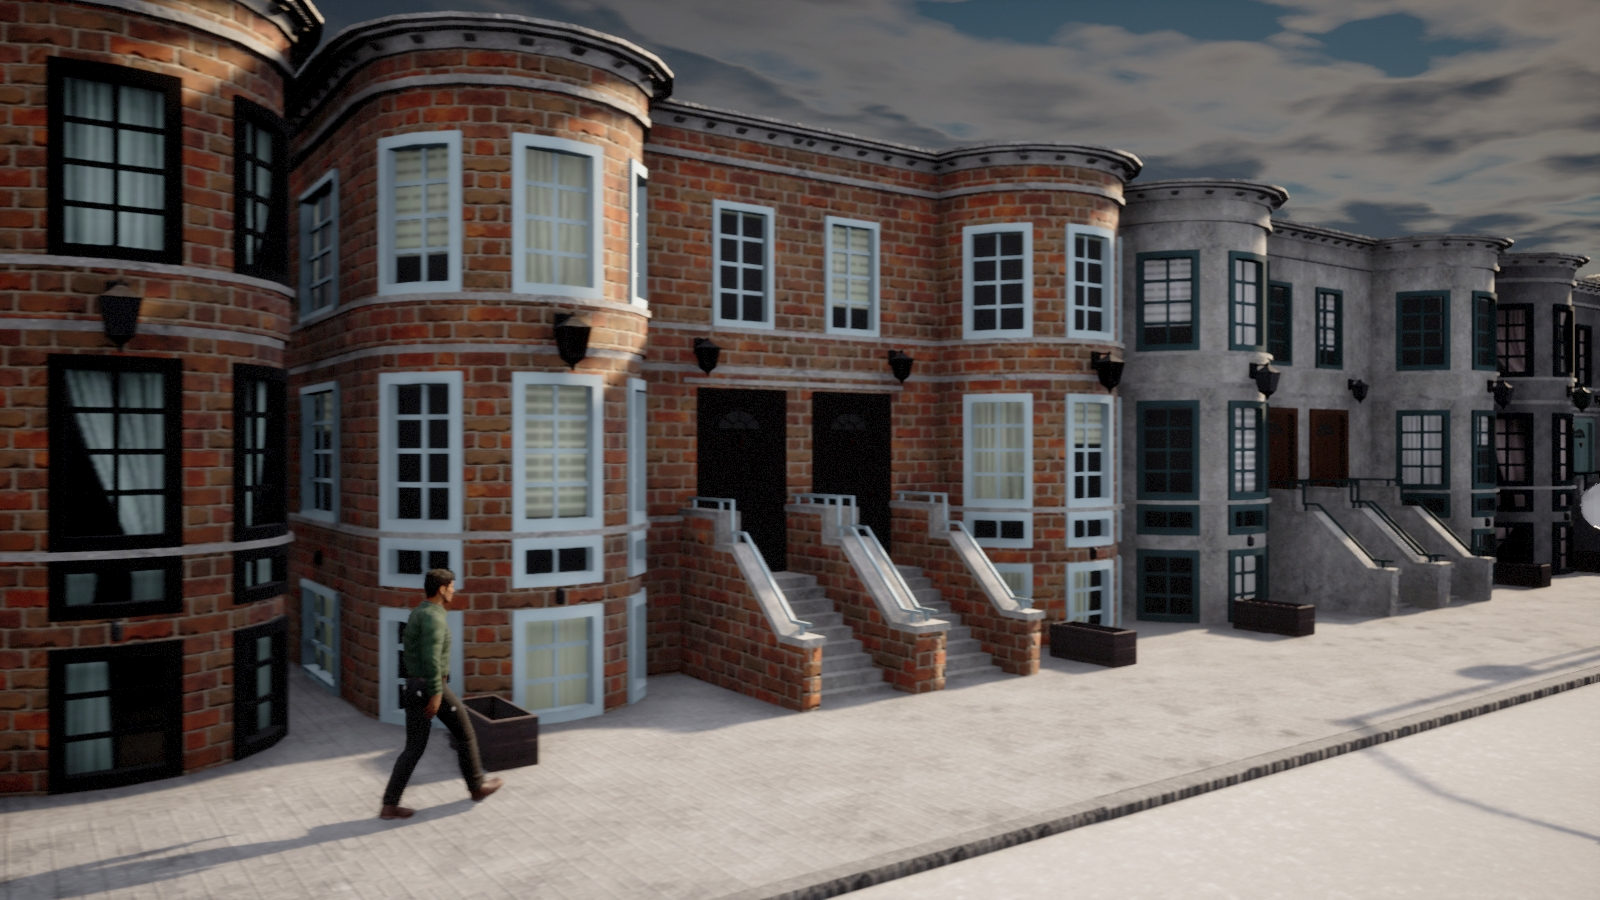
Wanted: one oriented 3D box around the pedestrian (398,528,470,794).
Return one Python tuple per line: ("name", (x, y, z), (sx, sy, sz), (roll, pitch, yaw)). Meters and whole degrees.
("pedestrian", (-2.689, 1.519, 8.397), (0.375, 1.860, 0.375), (0, 0, -42))
